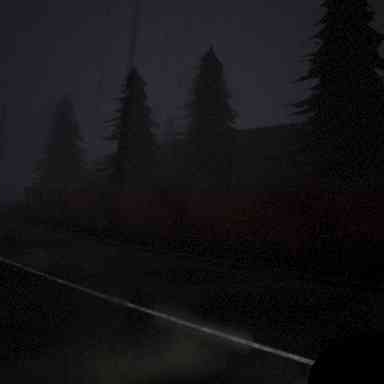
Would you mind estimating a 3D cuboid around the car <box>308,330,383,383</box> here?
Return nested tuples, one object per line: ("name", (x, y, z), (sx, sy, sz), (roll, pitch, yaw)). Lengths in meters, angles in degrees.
("car", (3.082, 1.494, 1.427), (5.008, 1.535, 1.882), (1, 0, 35))
